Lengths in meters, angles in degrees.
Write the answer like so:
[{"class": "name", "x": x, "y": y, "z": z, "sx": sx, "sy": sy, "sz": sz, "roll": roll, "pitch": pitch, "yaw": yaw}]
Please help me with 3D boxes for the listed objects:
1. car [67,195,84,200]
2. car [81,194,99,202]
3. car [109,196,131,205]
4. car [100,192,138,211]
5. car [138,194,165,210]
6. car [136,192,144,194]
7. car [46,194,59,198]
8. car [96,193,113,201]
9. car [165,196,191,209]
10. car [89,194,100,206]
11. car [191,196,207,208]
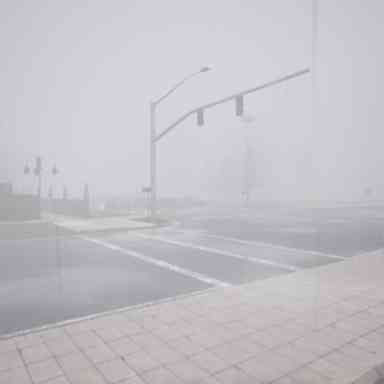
[{"class": "car", "x": -18.270, "y": 1.483, "z": 52.323, "sx": 1.895, "sy": 1.301, "sz": 4.718, "roll": -1, "pitch": 0, "yaw": -36}, {"class": "car", "x": -20.863, "y": 1.157, "z": 67.896, "sx": 1.837, "sy": 1.490, "sz": 4.892, "roll": -1, "pitch": 0, "yaw": -36}, {"class": "car", "x": -12.049, "y": 1.354, "z": 55.679, "sx": 1.812, "sy": 1.442, "sz": 4.674, "roll": -1, "pitch": 0, "yaw": -36}, {"class": "car", "x": -8.670, "y": 1.233, "z": 39.131, "sx": 2.097, "sy": 1.767, "sz": 4.553, "roll": -1, "pitch": 0, "yaw": -36}, {"class": "car", "x": -5.758, "y": 1.359, "z": 41.079, "sx": 1.837, "sy": 1.490, "sz": 4.892, "roll": -1, "pitch": 0, "yaw": -36}, {"class": "car", "x": -9.397, "y": 1.026, "z": 57.990, "sx": 2.150, "sy": 2.045, "sz": 5.566, "roll": -1, "pitch": 0, "yaw": -36}, {"class": "car", "x": -27.063, "y": 1.158, "z": 64.518, "sx": 1.812, "sy": 1.442, "sz": 4.674, "roll": -1, "pitch": 0, "yaw": -36}, {"class": "car", "x": -18.614, "y": 1.049, "z": 70.751, "sx": 1.837, "sy": 1.490, "sz": 4.892, "roll": -1, "pitch": 0, "yaw": -36}, {"class": "car", "x": -2.783, "y": 1.319, "z": 42.940, "sx": 2.128, "sy": 1.511, "sz": 4.902, "roll": -1, "pitch": 0, "yaw": -36}, {"class": "car", "x": -14.811, "y": 1.403, "z": 53.516, "sx": 2.033, "sy": 1.411, "sz": 5.357, "roll": -1, "pitch": 0, "yaw": -36}, {"class": "car", "x": 0.013, "y": 1.278, "z": 45.047, "sx": 1.882, "sy": 1.535, "sz": 5.008, "roll": -1, "pitch": 0, "yaw": -36}]
